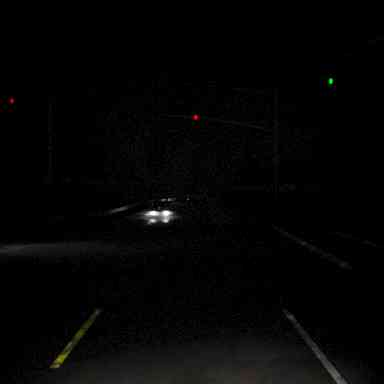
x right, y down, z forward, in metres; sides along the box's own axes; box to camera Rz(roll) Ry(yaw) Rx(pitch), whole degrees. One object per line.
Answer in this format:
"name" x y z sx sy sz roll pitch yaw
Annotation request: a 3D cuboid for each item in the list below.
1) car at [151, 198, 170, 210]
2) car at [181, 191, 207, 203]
"car" -3.599 1.412 38.596 1.895 1.301 4.718 0 0 0
"car" 0.406 0.905 62.390 5.566 2.045 2.150 0 0 -44
